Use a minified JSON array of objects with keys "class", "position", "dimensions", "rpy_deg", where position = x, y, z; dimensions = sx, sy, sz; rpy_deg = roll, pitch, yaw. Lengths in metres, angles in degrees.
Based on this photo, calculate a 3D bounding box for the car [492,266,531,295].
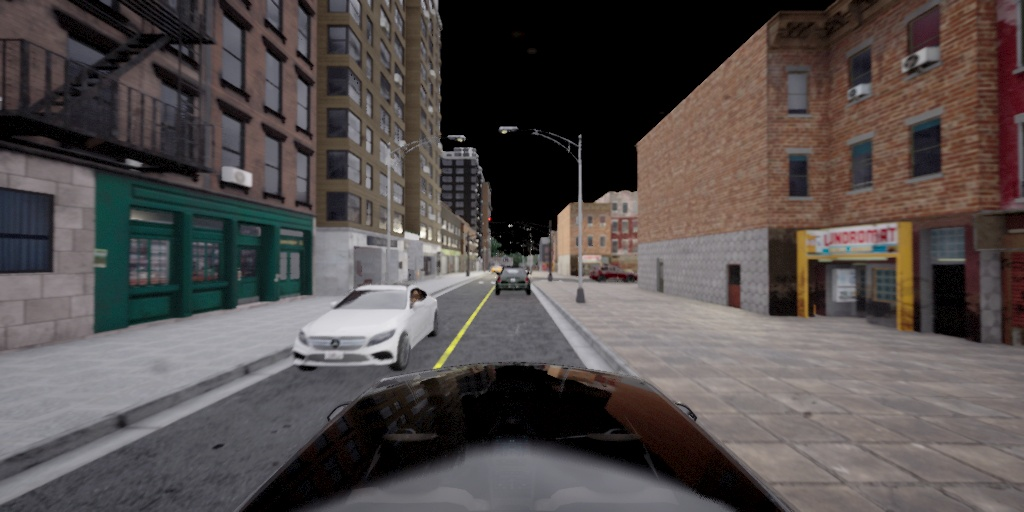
[{"class":"car","position":[0.071,1.403,22.427],"dimensions":[2.097,1.767,4.553],"rpy_deg":[0,-1,0]}]

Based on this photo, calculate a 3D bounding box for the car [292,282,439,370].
[{"class":"car","position":[-2.851,1.354,8.063],"dimensions":[1.812,1.442,4.674],"rpy_deg":[0,-1,0]}]

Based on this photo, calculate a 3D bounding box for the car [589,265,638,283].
[{"class":"car","position":[10.784,1.958,38.429],"dimensions":[5.009,1.841,2.192],"rpy_deg":[0,0,0]}]
